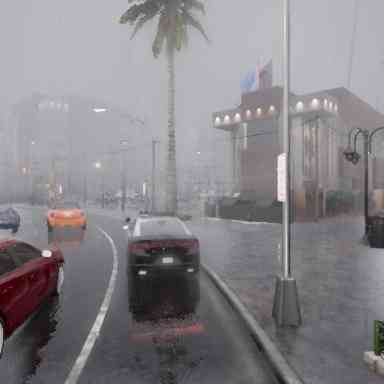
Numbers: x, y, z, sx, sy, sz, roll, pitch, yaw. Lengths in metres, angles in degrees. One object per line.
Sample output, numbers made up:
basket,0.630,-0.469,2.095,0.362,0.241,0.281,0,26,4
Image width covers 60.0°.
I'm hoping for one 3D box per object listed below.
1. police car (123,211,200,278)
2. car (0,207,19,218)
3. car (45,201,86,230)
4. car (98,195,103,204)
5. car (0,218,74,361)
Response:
police car,-1.110,1.423,10.451,1.930,1.638,5.238,0,0,-12
car,-11.394,1.553,19.767,1.994,1.385,4.181,0,0,-27
car,-7.969,1.343,20.720,2.097,1.767,4.553,0,0,-26
car,-14.576,1.238,56.454,4.553,1.767,2.185,0,0,42
car,-3.544,1.474,5.422,1.882,1.535,5.008,0,0,-7
